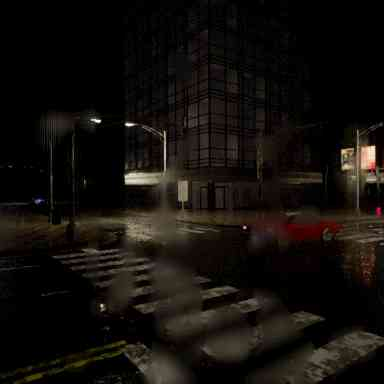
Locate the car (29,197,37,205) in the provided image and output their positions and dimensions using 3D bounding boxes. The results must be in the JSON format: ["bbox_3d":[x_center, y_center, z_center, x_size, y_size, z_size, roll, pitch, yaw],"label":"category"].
[{"bbox_3d":[-28.697,1.691,61.444,2.033,1.411,5.357,0,0,-36],"label":"car"}]

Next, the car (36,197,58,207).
[{"bbox_3d":[-23.003,1.714,53.211,1.895,1.301,4.718,0,0,-35],"label":"car"}]

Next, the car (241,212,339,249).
[{"bbox_3d":[4.398,1.602,14.745,4.718,1.301,1.895,0,0,-35],"label":"car"}]
